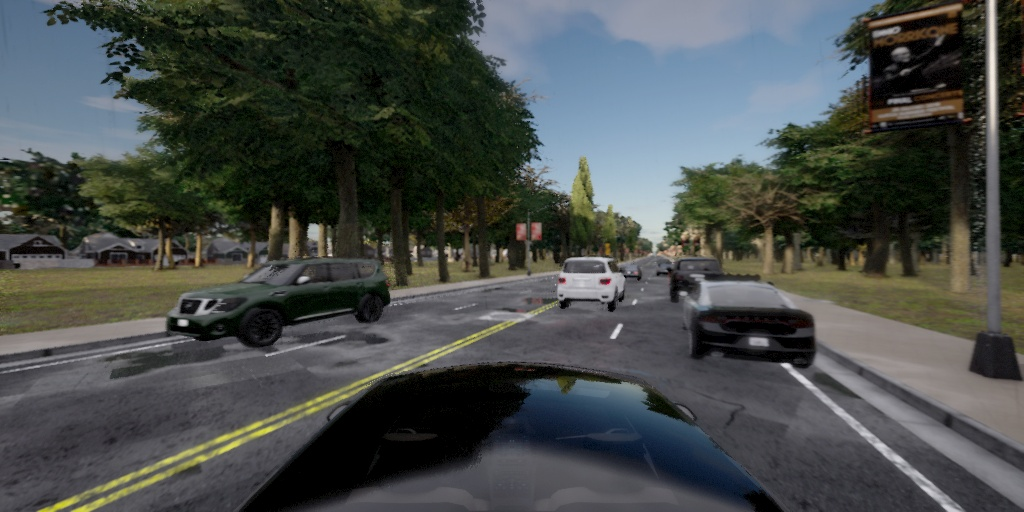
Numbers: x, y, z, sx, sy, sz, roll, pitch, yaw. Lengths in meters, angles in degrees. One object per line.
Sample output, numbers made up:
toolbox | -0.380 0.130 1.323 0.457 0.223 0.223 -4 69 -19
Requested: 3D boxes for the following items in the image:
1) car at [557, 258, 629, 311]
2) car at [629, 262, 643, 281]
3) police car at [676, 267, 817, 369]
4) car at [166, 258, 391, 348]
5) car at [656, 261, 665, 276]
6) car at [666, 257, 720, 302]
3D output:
car | 3.569 1.098 15.514 2.150 2.045 5.566 0 -1 23
car | 11.510 1.595 34.632 2.033 1.411 5.357 -1 -1 23
police car | 5.024 1.220 8.254 1.930 1.638 5.238 -1 -1 23
car | -5.913 1.084 10.150 2.150 2.045 5.566 -1 -1 23
car | 18.406 1.673 42.976 1.994 1.385 4.181 -1 -1 24
car | 8.827 1.099 17.417 2.150 2.045 5.566 -1 -1 23
